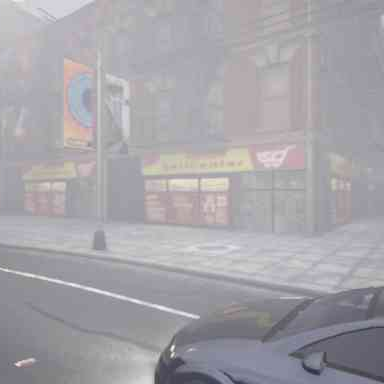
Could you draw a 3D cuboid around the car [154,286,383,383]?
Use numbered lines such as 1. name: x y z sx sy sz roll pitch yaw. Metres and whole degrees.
1. car: 1.684 1.564 2.790 4.181 1.385 1.994 0 0 36
